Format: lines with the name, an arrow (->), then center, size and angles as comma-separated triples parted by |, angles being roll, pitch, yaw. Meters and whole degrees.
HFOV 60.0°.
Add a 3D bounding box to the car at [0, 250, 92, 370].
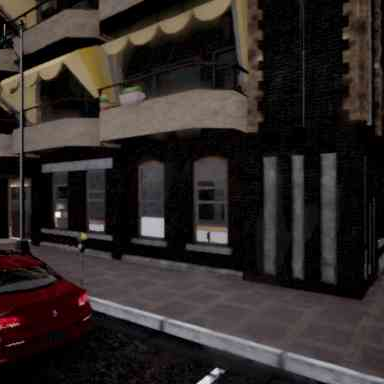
car -> -3.330, 1.599, 5.251 | 4.206, 1.307, 1.802 | 0, 0, 35
